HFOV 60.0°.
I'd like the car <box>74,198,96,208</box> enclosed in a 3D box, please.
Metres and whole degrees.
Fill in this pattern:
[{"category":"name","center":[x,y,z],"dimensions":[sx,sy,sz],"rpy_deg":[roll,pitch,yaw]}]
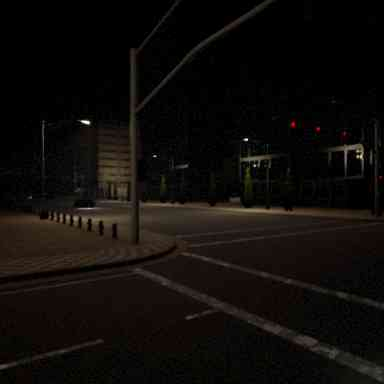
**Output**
[{"category":"car","center":[-14.839,1.484,45.951],"dimensions":[1.994,1.385,4.181],"rpy_deg":[0,0,-34]}]
